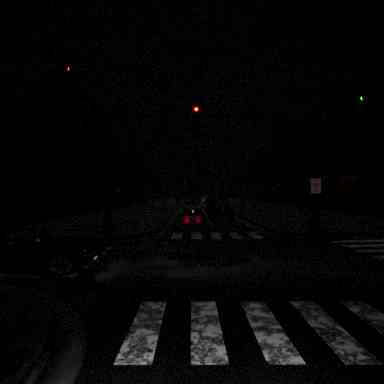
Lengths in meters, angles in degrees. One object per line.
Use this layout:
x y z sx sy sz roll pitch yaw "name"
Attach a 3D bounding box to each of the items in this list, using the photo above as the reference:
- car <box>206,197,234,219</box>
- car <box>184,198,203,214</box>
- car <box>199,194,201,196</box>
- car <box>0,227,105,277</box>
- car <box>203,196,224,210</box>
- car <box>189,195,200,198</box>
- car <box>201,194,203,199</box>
2.597 1.472 29.715 1.967 1.590 4.097 -1 0 0 "car"
0.075 1.647 35.981 1.895 1.301 4.718 0 0 0 "car"
2.914 1.504 67.886 2.097 1.767 4.553 0 0 0 "car"
-5.097 1.709 9.891 4.718 1.301 1.895 -2 0 0 "car"
2.590 1.359 35.117 2.192 1.841 5.009 -1 0 0 "car"
0.017 1.693 62.344 1.994 1.385 4.181 0 0 0 "car"
2.584 1.373 40.520 2.192 1.841 5.009 -1 0 0 "car"
